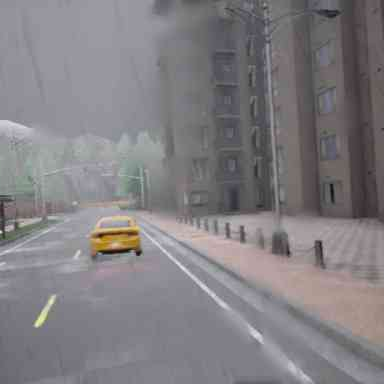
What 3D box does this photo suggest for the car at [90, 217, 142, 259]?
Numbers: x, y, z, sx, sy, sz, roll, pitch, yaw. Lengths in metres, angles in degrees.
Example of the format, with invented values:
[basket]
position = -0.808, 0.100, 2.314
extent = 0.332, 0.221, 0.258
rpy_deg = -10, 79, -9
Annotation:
[car]
position = -3.239, 1.795, 14.314
extent = 1.882, 1.535, 5.008
rpy_deg = -3, -1, -12
